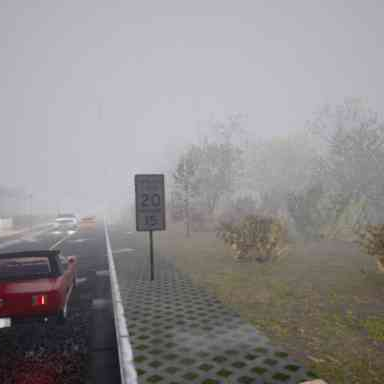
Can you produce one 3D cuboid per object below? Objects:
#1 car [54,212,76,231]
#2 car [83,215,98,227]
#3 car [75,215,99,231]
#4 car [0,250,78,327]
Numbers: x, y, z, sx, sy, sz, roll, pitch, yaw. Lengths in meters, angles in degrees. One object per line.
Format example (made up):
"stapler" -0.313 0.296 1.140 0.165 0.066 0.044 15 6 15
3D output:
"car" -15.473 3.551 40.817 2.150 2.045 5.566 -1 -3 -15
"car" -14.315 4.091 47.172 1.837 1.490 4.892 -1 -3 -15
"car" -11.579 3.507 37.126 1.882 1.535 5.008 -1 -3 -15
"car" -3.718 1.989 7.618 1.895 1.301 4.718 -1 -3 -15
